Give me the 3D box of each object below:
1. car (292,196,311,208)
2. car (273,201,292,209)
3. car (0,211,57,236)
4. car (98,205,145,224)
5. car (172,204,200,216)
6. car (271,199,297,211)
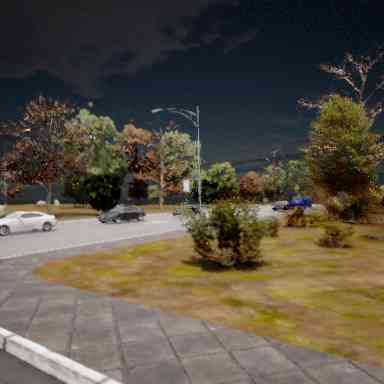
[{"bbox_3d":[18.047,1.702,54.987,2.150,2.045,5.566,-2,-2,33],"label":"car"},{"bbox_3d":[15.842,2.203,58.000,1.895,1.301,4.718,-2,-2,33],"label":"car"},{"bbox_3d":[-11.355,2.017,22.194,1.812,1.442,4.674,-2,-1,34],"label":"car"},{"bbox_3d":[-6.239,2.008,29.964,1.837,1.490,4.892,-2,-1,32],"label":"car"},{"bbox_3d":[-0.556,2.104,38.947,1.994,1.385,4.181,-2,-1,31],"label":"car"},{"bbox_3d":[12.702,1.998,46.528,1.895,1.301,4.718,-2,-2,32],"label":"car"}]
